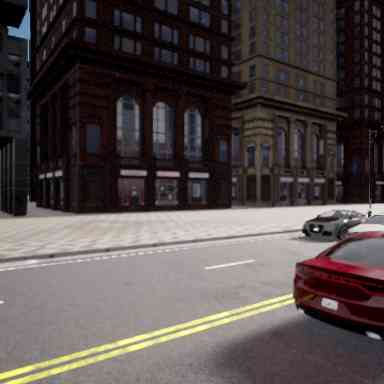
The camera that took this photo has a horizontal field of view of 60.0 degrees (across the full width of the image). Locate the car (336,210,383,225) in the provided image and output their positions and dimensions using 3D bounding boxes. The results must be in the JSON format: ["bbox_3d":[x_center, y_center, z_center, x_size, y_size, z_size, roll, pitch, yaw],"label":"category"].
[{"bbox_3d":[8.077,1.561,13.421,4.674,1.442,1.812,0,0,-36],"label":"car"}]

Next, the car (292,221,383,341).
[{"bbox_3d":[4.037,1.495,6.318,5.008,1.535,1.882,0,0,-35],"label":"car"}]

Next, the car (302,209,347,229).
[{"bbox_3d":[7.546,1.604,17.046,4.181,1.385,1.994,0,0,-35],"label":"car"}]
